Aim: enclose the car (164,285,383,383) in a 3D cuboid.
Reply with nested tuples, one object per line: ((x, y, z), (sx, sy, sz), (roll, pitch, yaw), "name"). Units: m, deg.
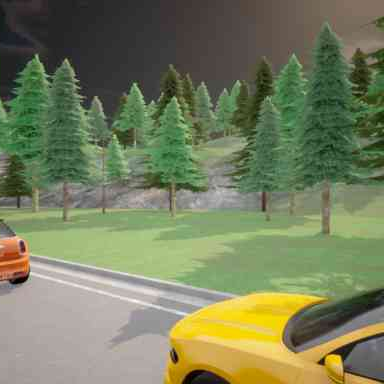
((2.028, 1.478, 2.545), (5.008, 1.535, 1.882), (0, 0, 35), "car")

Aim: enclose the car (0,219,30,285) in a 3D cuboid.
((-6.097, 1.352, 8.317), (4.553, 1.767, 2.097), (0, 0, 35), "car")
